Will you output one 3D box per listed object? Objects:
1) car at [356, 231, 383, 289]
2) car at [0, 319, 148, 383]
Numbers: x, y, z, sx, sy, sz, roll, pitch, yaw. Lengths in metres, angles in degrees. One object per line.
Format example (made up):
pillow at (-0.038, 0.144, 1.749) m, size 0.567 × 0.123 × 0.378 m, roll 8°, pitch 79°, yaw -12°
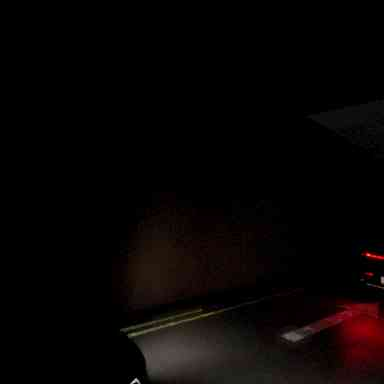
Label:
car at (5.823, 1.505, 7.915) m, size 4.892 × 1.490 × 1.837 m, roll 0°, pitch 0°, yaw -36°
car at (-2.506, 1.526, 2.031) m, size 4.674 × 1.442 × 1.812 m, roll 0°, pitch 0°, yaw -35°
